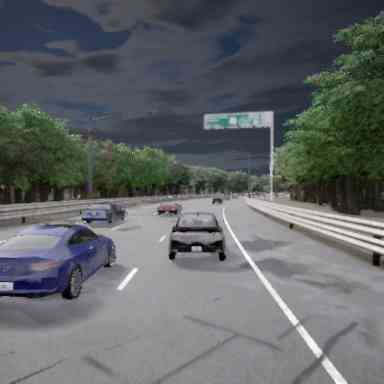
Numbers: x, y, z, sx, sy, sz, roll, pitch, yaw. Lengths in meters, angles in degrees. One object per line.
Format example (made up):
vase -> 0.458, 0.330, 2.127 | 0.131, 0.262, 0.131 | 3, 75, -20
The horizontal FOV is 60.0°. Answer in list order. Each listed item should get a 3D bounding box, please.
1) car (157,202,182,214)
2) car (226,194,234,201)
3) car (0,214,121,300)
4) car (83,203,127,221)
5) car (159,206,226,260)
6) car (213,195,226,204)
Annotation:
car -> -2.110, 1.594, 32.808 | 1.895, 1.301, 4.718 | 0, 0, 5
car -> 9.175, 1.497, 87.305 | 2.128, 1.511, 4.902 | 0, 0, 12
car -> -3.288, 1.518, 8.258 | 1.812, 1.442, 4.674 | 0, 0, 1
car -> -6.242, 1.522, 24.237 | 2.033, 1.411, 5.357 | 0, 0, 4
car -> 0.221, 1.495, 12.405 | 2.128, 1.511, 4.902 | 0, 0, 2
car -> 5.041, 1.498, 64.191 | 1.837, 1.490, 4.892 | 0, 0, 9
